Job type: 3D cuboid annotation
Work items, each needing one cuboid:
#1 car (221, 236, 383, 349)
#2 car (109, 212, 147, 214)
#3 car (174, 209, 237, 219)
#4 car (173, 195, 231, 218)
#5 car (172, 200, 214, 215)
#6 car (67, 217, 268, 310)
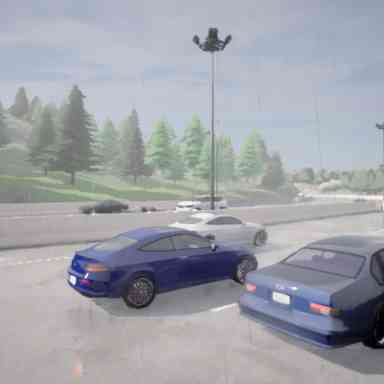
[{"bbox_3d":[3.260,1.563,6.281,5.357,1.411,2.033,0,0,-38],"label":"car"},{"bbox_3d":[-3.837,1.657,23.147,4.718,1.301,1.895,0,0,-39],"label":"car"},{"bbox_3d":[1.061,1.559,13.464,4.674,1.442,1.812,0,0,-38],"label":"car"},{"bbox_3d":[1.050,1.301,31.910,5.566,2.045,2.150,1,0,-42],"label":"car"},{"bbox_3d":[0.140,1.651,35.811,4.181,1.385,1.994,0,0,-42],"label":"car"},{"bbox_3d":[-0.479,1.545,7.869,4.674,1.442,1.812,0,0,-37],"label":"car"}]
